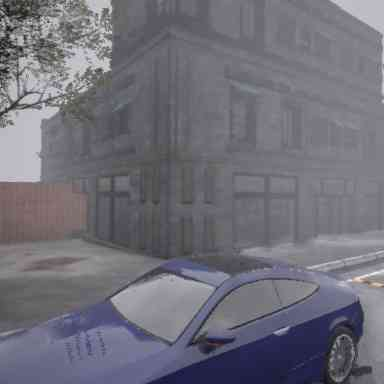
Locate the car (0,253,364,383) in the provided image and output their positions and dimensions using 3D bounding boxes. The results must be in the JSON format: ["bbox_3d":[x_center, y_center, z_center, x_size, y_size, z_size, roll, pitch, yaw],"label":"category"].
[{"bbox_3d":[0.151,1.525,3.796,4.674,1.442,1.812,0,0,-36],"label":"car"}]
